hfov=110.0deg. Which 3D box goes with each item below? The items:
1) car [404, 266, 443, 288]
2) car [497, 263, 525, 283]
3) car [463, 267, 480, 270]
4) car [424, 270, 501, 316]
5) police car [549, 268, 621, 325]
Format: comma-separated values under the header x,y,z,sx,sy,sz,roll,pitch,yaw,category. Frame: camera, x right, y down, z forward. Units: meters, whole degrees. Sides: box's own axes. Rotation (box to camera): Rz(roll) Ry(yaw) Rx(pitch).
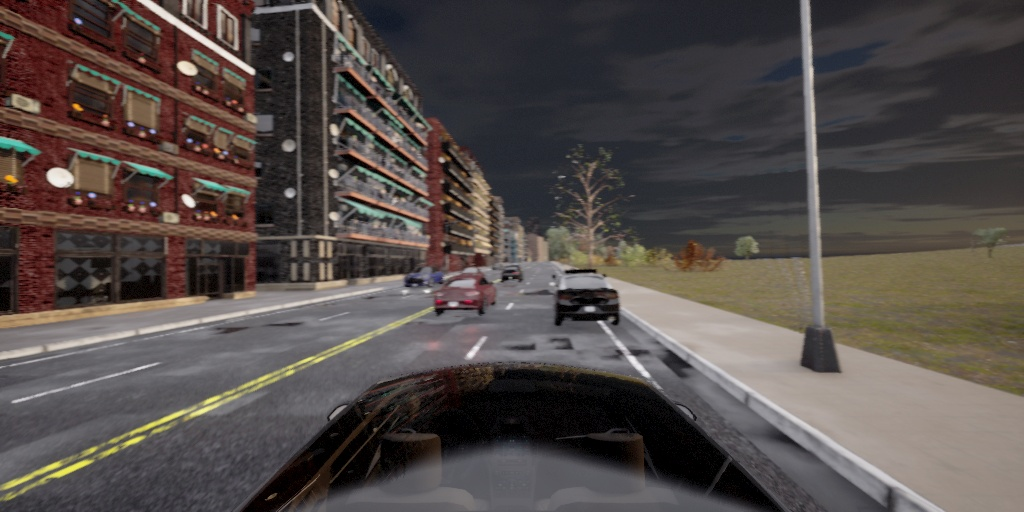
x,y,z,sx,sy,sz,roll,pitch,yaw,category
-7.049,1.605,29.015,2.097,1.767,4.553,-1,-1,6,car
0.101,1.633,33.212,1.837,1.490,4.892,-1,0,6,car
-3.553,1.720,31.321,1.812,1.442,4.674,-1,-1,6,car
-1.755,1.472,14.384,1.812,1.442,4.674,-1,-1,6,car
2.336,1.244,12.199,1.930,1.638,5.238,-1,-1,6,police car
